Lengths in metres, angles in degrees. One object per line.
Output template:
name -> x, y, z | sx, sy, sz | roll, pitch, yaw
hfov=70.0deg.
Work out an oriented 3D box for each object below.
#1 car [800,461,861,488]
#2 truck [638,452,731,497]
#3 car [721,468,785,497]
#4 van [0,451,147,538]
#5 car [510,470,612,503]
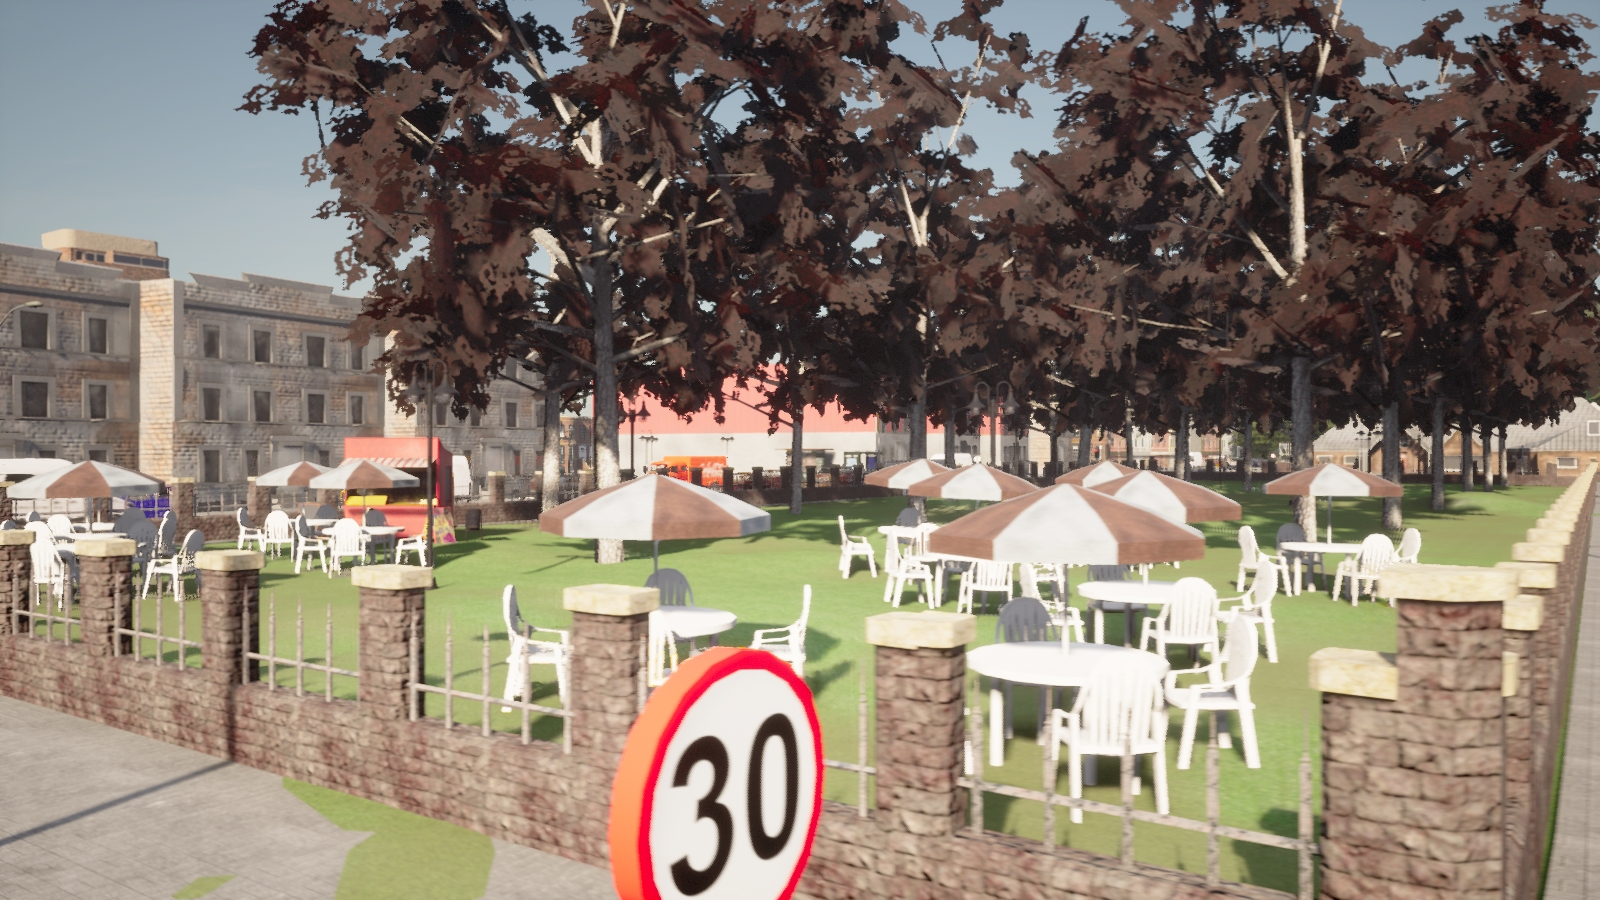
car -> 2.133, 1.685, 78.918 | 2.097, 1.767, 4.553 | 0, 0, 35
truck -> -6.639, 1.346, 66.335 | 2.627, 2.467, 5.204 | 0, 0, 35
car -> -2.653, 1.805, 65.049 | 1.789, 1.549, 3.705 | 0, 0, 35
van -> -23.698, 1.314, 35.187 | 1.988, 2.561, 5.915 | 0, 0, 36
car -> -12.163, 1.814, 58.441 | 2.097, 1.535, 5.006 | 0, 0, 35
